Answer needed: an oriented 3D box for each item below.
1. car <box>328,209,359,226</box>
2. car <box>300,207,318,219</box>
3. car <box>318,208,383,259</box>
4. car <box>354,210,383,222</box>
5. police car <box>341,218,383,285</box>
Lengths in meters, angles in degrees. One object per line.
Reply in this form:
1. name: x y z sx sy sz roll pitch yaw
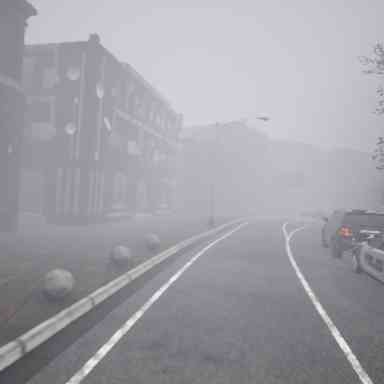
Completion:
1. car: 16.412 2.704 35.862 1.882 1.535 5.008 2 -1 39
2. car: 16.548 2.828 45.142 4.674 1.442 1.812 3 -1 -41
3. car: 7.293 1.800 15.008 2.150 2.045 5.566 3 -1 14
4. car: 23.152 3.090 43.401 4.674 1.442 1.812 2 0 -40
5. police car: 6.038 1.872 9.389 1.930 1.638 5.238 3 -1 11
